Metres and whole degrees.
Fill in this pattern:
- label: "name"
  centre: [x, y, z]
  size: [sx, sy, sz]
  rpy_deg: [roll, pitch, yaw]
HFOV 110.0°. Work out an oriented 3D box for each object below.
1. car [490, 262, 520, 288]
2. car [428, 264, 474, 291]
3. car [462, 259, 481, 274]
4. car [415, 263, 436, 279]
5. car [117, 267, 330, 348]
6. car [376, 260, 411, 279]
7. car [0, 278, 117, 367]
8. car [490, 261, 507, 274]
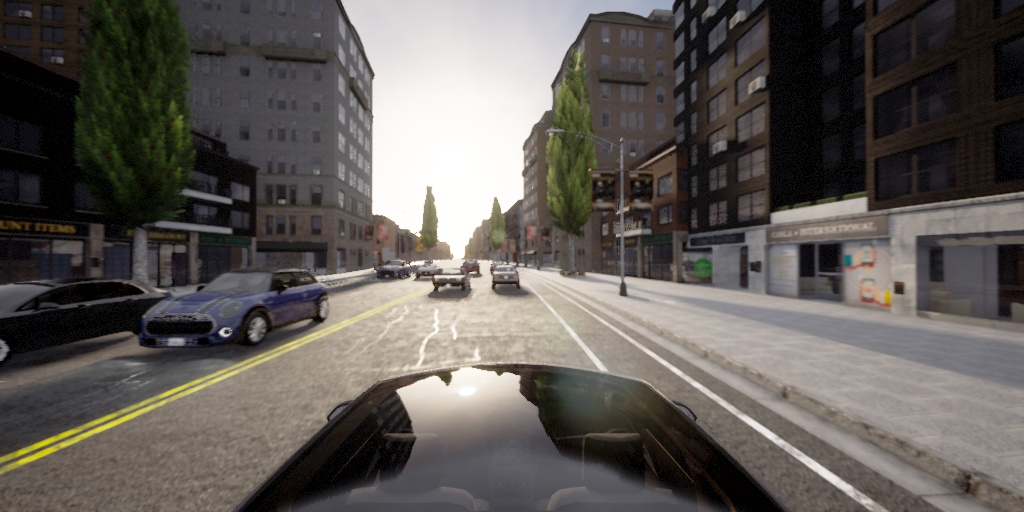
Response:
- label: "car"
  centre: [-0.441, 1.322, 23.973]
  size: [2.033, 1.411, 5.357]
  rpy_deg: [0, 0, -2]
- label: "car"
  centre: [-3.628, 1.373, 22.253]
  size: [1.895, 1.301, 4.718]
  rpy_deg: [0, 0, -2]
- label: "car"
  centre: [-4.849, 1.164, 42.626]
  size: [2.097, 1.767, 4.553]
  rpy_deg: [0, 0, -4]
- label: "car"
  centre: [-7.529, 1.356, 32.928]
  size: [1.994, 1.385, 4.181]
  rpy_deg: [0, 0, -3]
- label: "car"
  centre: [-6.704, 1.110, 9.330]
  size: [2.097, 1.767, 4.553]
  rpy_deg: [0, 0, -2]
- label: "car"
  centre: [-10.778, 1.143, 32.822]
  size: [2.097, 1.767, 4.553]
  rpy_deg: [0, 0, -3]
- label: "car"
  centre: [-9.907, 1.263, 7.598]
  size: [1.837, 1.490, 4.892]
  rpy_deg: [0, 0, -1]
- label: "car"
  centre: [-1.707, 1.380, 44.135]
  size: [1.994, 1.385, 4.181]
  rpy_deg: [0, 0, -4]
